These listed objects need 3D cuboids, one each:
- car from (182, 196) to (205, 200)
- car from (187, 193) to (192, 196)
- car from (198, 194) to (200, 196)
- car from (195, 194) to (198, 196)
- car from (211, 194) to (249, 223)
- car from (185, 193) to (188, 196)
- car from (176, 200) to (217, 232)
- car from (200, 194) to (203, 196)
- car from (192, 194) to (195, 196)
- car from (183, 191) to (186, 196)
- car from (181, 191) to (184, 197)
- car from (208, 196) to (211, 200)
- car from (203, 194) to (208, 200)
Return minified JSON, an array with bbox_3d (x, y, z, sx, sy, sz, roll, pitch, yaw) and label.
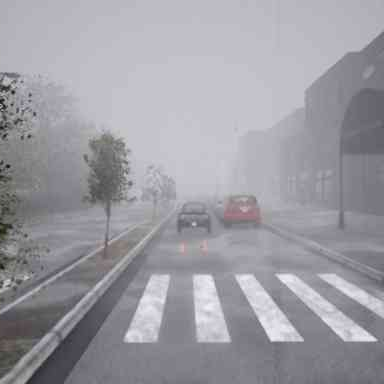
[{"bbox_3d":[0.071,1.440,37.178,1.994,1.385,4.181,0,0,-1],"label":"car"},{"bbox_3d":[0.864,1.168,77.581,2.231,1.521,4.892,0,0,-5],"label":"car"},{"bbox_3d":[2.533,1.323,55.397,2.002,1.452,4.674,0,0,-3],"label":"car"},{"bbox_3d":[2.236,1.286,60.992,2.163,1.488,4.792,0,0,-3],"label":"car"},{"bbox_3d":[3.058,1.269,27.470,2.185,1.767,4.553,0,0,0],"label":"car"},{"bbox_3d":[0.264,1.134,83.110,2.097,1.535,5.008,0,0,-6],"label":"car"},{"bbox_3d":[0.106,1.431,19.529,2.128,1.511,4.902,0,0,0],"label":"car"},{"bbox_3d":[2.773,1.338,49.873,2.163,1.488,4.792,0,0,-2],"label":"car"},{"bbox_3d":[1.852,1.103,66.478,2.185,1.767,4.553,0,0,-4],"label":"car"},{"bbox_3d":[-0.391,1.100,88.640,2.097,1.535,5.008,0,0,-7],"label":"car"},{"bbox_3d":[-1.163,1.057,94.342,1.946,1.575,5.366,0,0,-8],"label":"car"},{"bbox_3d":[3.060,1.376,33.042,2.231,1.521,4.892,0,0,0],"label":"car"},{"bbox_3d":[2.947,1.362,44.191,2.163,1.488,4.792,0,0,-1],"label":"car"}]
